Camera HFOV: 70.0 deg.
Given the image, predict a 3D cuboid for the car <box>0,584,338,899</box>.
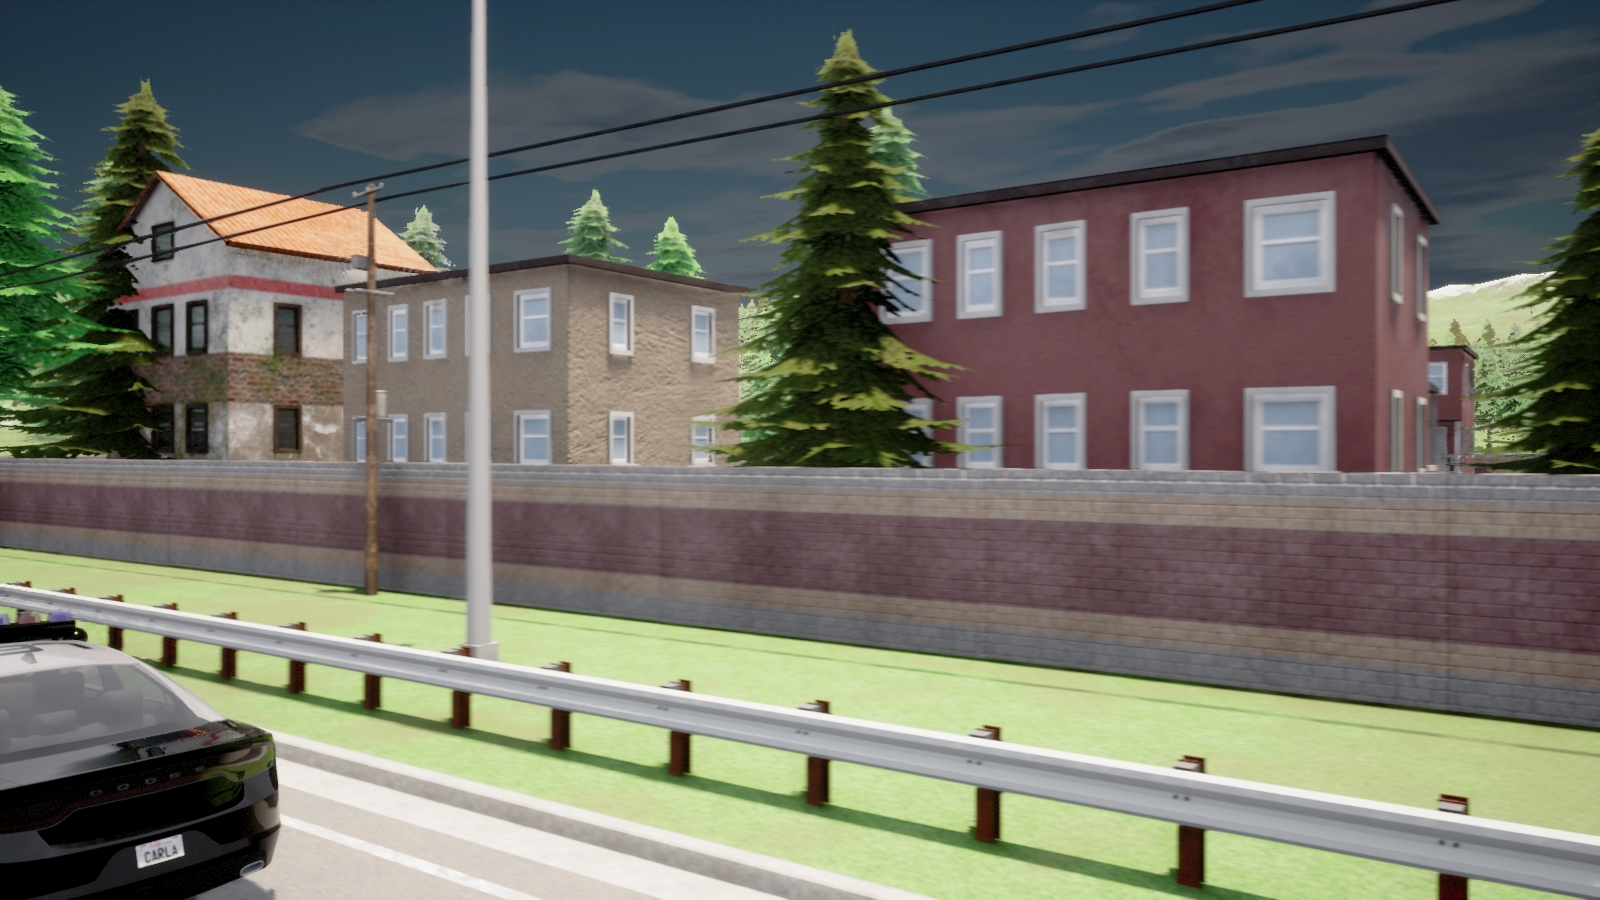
[{"bbox_3d":[-5.605,1.982,7.709,5.238,1.638,2.097,0,0,35],"label":"car"}]
